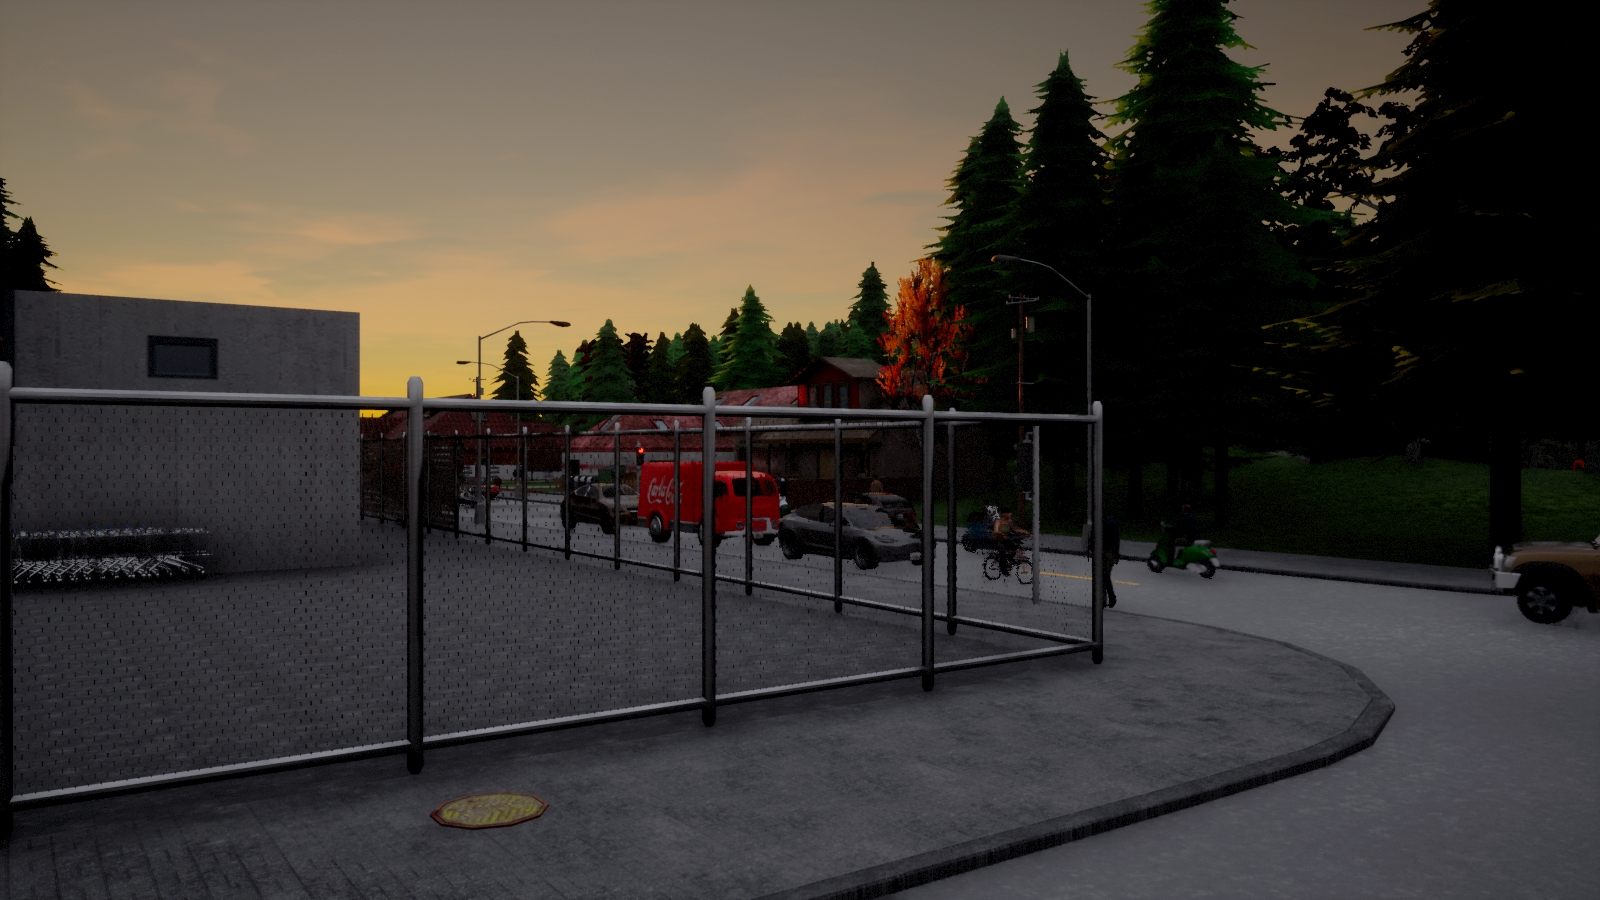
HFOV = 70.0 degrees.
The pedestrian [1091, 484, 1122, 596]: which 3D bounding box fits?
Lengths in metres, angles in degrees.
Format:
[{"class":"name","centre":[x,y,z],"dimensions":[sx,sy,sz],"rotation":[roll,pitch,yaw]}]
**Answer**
[{"class":"pedestrian","centre":[5.183,1.515,19.340],"dimensions":[0.375,1.860,0.375],"rotation":[0,0,44]}]

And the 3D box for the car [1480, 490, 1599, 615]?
[{"class":"car","centre":[13.549,1.640,18.217],"dimensions":[4.605,1.855,1.932],"rotation":[0,0,32]}]

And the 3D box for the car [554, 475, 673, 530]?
[{"class":"car","centre":[-6.576,1.769,39.829],"dimensions":[2.152,1.651,5.027],"rotation":[0,0,-35]}]

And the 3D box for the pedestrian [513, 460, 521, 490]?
[{"class":"pedestrian","centre":[-17.292,1.519,69.763],"dimensions":[0.375,1.860,0.375],"rotation":[0,0,14]}]

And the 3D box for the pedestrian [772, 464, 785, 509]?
[{"class":"pedestrian","centre":[-0.906,1.520,47.965],"dimensions":[0.375,1.860,0.375],"rotation":[0,0,-36]}]

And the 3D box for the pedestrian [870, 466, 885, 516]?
[{"class":"pedestrian","centre":[2.879,1.521,42.463],"dimensions":[0.375,1.860,0.375],"rotation":[0,0,-33]}]

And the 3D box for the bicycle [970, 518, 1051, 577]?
[{"class":"bicycle","centre":[4.410,2.034,24.024],"dimensions":[0.859,1.080,1.487],"rotation":[0,0,-35]}]

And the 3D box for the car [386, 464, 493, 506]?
[{"class":"car","centre":[-16.929,1.640,53.641],"dimensions":[4.605,1.855,1.932],"rotation":[0,-3,24]}]

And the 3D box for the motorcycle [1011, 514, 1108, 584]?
[{"class":"motorcycle","centre":[5.187,1.959,22.945],"dimensions":[0.856,1.236,1.805],"rotation":[0,0,-35]}]

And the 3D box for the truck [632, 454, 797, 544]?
[{"class":"truck","centre":[-2.652,1.346,34.157],"dimensions":[2.627,2.467,5.204],"rotation":[0,0,-35]}]

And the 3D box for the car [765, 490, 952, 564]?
[{"class":"car","centre":[1.343,1.840,28.430],"dimensions":[2.163,1.488,4.792],"rotation":[0,0,-35]}]

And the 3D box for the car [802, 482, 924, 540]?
[{"class":"car","centre":[1.867,1.802,34.631],"dimensions":[1.789,1.549,3.705],"rotation":[0,0,-35]}]

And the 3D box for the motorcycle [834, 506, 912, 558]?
[{"class":"motorcycle","centre":[1.771,1.990,28.093],"dimensions":[0.803,1.145,2.033],"rotation":[0,0,-36]}]

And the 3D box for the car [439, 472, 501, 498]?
[{"class":"car","centre":[-18.470,1.931,63.747],"dimensions":[1.895,1.301,4.718],"rotation":[0,0,-35]}]
